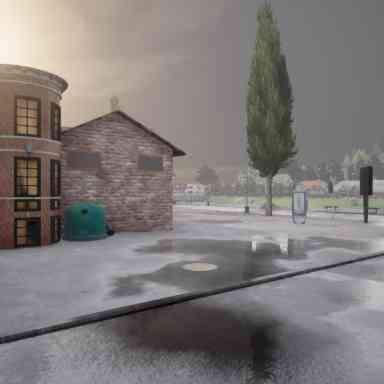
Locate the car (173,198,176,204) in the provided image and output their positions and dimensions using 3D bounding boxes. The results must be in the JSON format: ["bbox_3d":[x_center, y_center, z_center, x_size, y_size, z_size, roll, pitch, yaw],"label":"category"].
[{"bbox_3d":[-4.632,1.526,60.368,1.812,1.442,4.674,0,0,-35],"label":"car"}]
